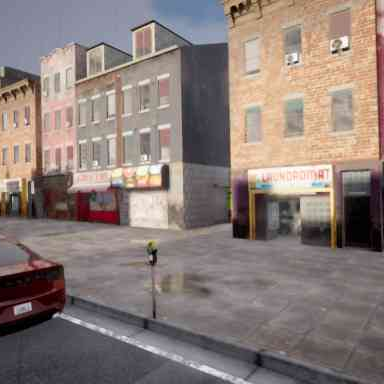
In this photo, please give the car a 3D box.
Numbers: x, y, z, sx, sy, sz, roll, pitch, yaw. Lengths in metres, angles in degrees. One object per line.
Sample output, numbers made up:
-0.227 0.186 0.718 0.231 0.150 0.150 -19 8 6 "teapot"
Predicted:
-4.379 1.486 6.115 5.008 1.535 1.882 0 0 36 "car"
